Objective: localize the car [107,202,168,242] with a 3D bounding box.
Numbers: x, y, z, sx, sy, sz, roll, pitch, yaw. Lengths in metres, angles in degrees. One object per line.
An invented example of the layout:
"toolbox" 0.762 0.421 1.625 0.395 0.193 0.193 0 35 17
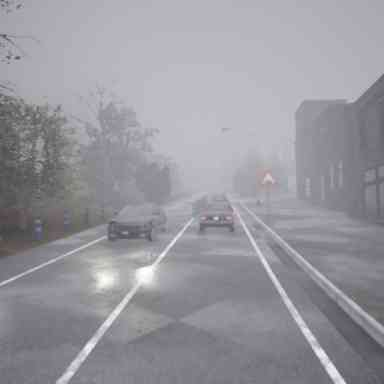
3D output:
"car" -2.348 1.251 15.300 1.882 1.535 5.008 0 1 5

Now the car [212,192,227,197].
"car" 3.489 0.710 42.446 1.994 1.385 4.181 0 2 5

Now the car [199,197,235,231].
"car" 1.387 1.242 18.358 2.033 1.411 5.357 0 1 5
